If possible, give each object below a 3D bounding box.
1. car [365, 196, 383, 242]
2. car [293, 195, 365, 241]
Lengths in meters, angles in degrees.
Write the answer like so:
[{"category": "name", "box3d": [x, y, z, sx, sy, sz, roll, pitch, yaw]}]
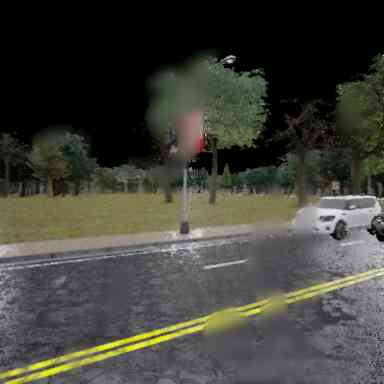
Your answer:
[{"category": "car", "box3d": [10.532, 1.205, 15.190, 5.566, 2.045, 2.150, 0, 0, -35]}, {"category": "car", "box3d": [7.631, 1.206, 17.114, 5.566, 2.045, 2.150, 0, 0, -35]}]
